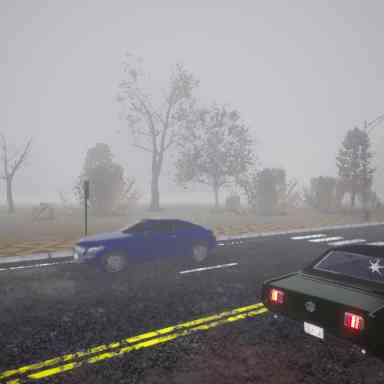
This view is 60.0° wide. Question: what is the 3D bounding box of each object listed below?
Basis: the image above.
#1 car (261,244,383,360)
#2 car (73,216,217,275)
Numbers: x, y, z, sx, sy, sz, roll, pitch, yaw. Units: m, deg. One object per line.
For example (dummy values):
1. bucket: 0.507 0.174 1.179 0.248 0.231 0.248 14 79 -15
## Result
1. car: 3.494 1.600 5.795 4.718 1.301 1.895 0 0 -35
2. car: -1.311 1.524 10.601 4.674 1.442 1.812 0 0 -34
